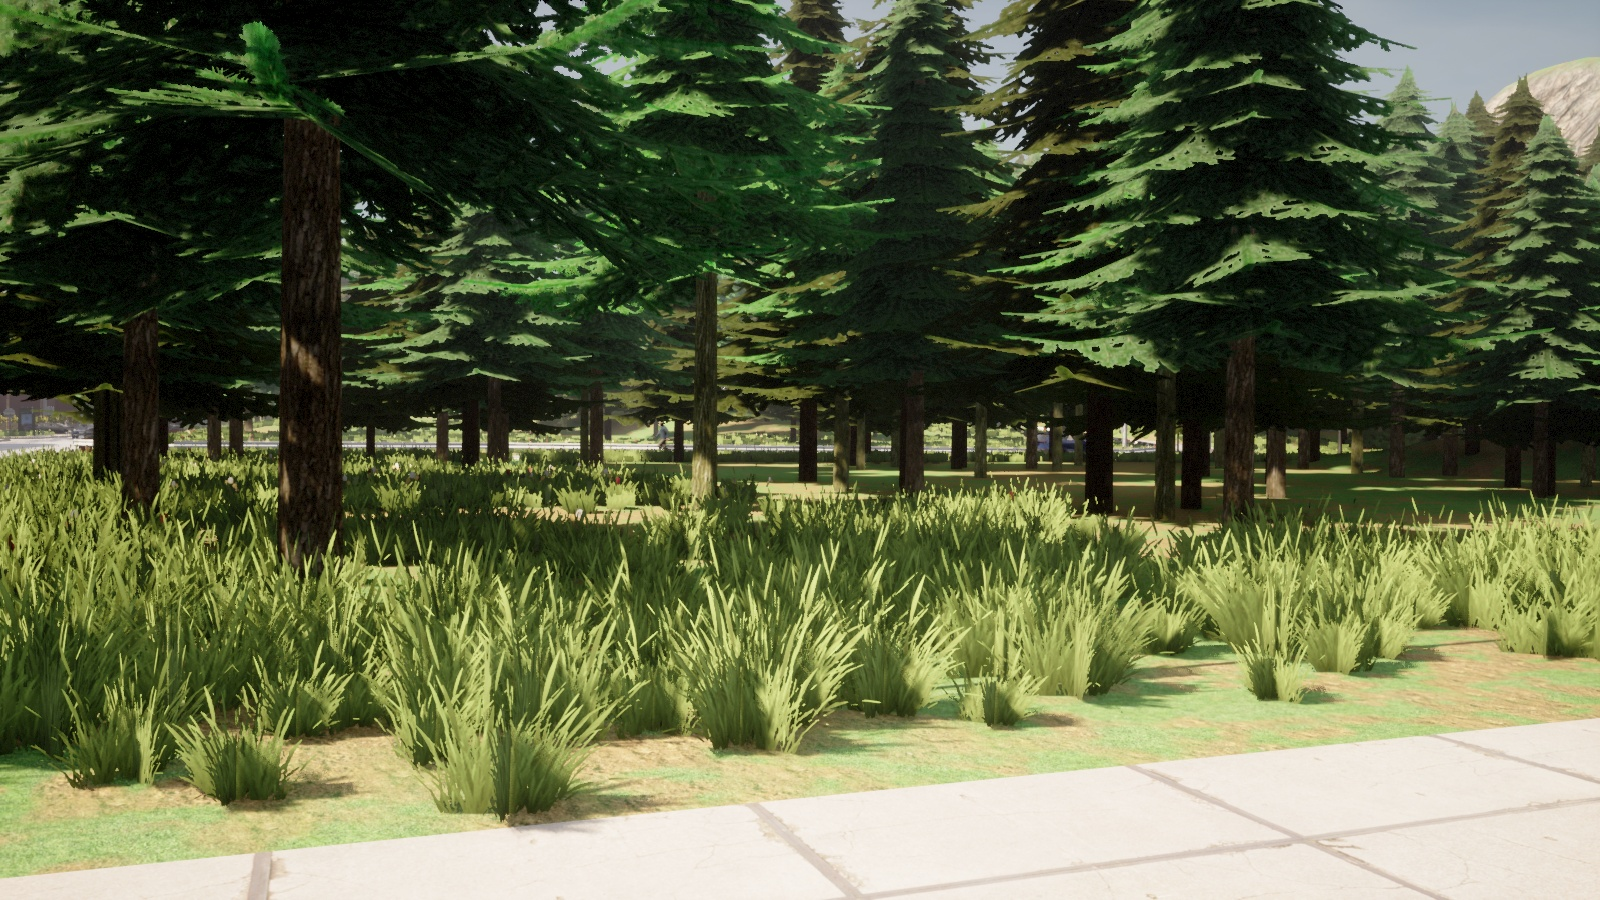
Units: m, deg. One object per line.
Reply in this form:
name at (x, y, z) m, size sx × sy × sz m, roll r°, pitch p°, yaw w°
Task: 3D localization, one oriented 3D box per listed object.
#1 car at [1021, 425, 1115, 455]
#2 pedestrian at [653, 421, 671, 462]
car at (15.093, -0.577, 70.702) m, size 4.856 × 1.649 × 2.033 m, roll -1°, pitch 1°, yaw -22°
pedestrian at (-6.314, -0.399, 57.470) m, size 0.726 × 1.842 × 0.402 m, roll -1°, pitch 1°, yaw -22°
